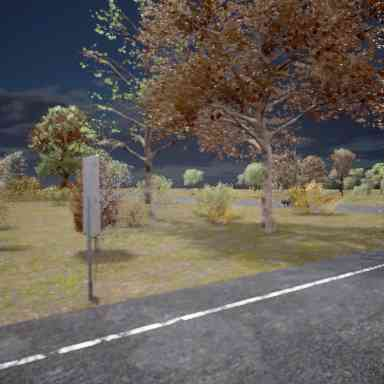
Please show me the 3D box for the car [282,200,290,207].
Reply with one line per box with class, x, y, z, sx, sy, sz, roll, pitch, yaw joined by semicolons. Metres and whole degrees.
car;14.258;1.357;43.497;1.895;1.301;4.718;-1;1;-35
